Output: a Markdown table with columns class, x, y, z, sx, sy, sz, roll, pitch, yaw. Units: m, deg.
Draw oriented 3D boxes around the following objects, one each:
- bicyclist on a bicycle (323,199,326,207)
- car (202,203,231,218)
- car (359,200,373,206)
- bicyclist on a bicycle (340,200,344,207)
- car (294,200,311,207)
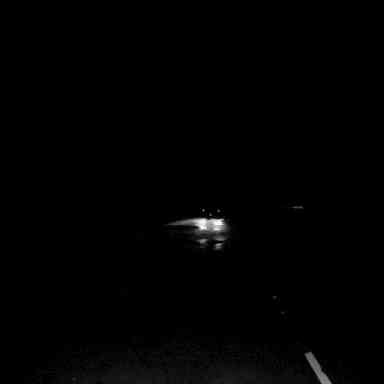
| class | x | y | z | sx | sy | sz | roll | pitch | yaw |
| --- | --- | --- | --- | --- | --- | --- | --- | --- | --- |
| bicyclist on a bicycle | 26.700 | 2.319 | 66.845 | 0.582 | 1.620 | 1.656 | 3 | 1 | 42 |
| car | 2.409 | 1.782 | 32.328 | 1.895 | 1.301 | 4.718 | 1 | 0 | 19 |
| car | 43.482 | 2.645 | 83.198 | 5.008 | 1.535 | 1.882 | 1 | 3 | -33 |
| bicyclist on a bicycle | 32.914 | 2.467 | 73.249 | 1.509 | 1.612 | 0.866 | 2 | 1 | -43 |
| car | 22.682 | 2.247 | 68.112 | 1.895 | 1.301 | 4.718 | 3 | 1 | 41 |
